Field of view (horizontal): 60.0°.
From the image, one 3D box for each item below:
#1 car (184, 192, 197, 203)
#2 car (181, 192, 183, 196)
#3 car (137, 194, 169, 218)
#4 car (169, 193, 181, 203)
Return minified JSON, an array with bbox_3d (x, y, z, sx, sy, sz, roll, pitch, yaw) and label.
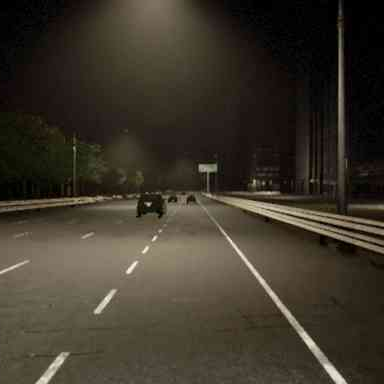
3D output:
[{"bbox_3d":[-0.138,1.349,63.684,1.837,1.490,4.892,0,1,0],"label":"car"},{"bbox_3d":[-3.883,1.137,83.644,2.097,1.767,4.553,0,0,0],"label":"car"},{"bbox_3d":[-3.561,1.149,29.764,2.150,2.045,5.566,0,0,0],"label":"car"},{"bbox_3d":[-3.754,1.363,65.783,1.812,1.442,4.674,0,0,0],"label":"car"}]
